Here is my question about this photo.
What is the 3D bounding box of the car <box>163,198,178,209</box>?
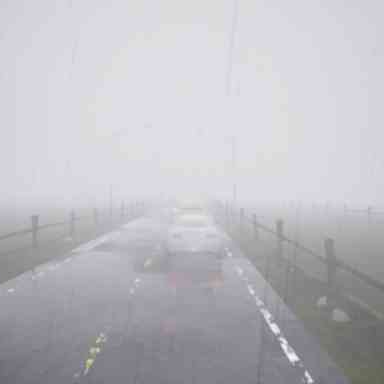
[{"bbox_3d":[-2.844,1.588,46.354,1.994,1.385,4.181,0,0,0],"label":"car"}]

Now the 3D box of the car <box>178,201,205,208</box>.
[{"bbox_3d":[0.065,1.491,28.120,1.882,1.535,5.008,0,0,0],"label":"car"}]

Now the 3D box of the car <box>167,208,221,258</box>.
[{"bbox_3d":[0.070,1.531,12.579,1.812,1.442,4.674,0,0,0],"label":"car"}]
